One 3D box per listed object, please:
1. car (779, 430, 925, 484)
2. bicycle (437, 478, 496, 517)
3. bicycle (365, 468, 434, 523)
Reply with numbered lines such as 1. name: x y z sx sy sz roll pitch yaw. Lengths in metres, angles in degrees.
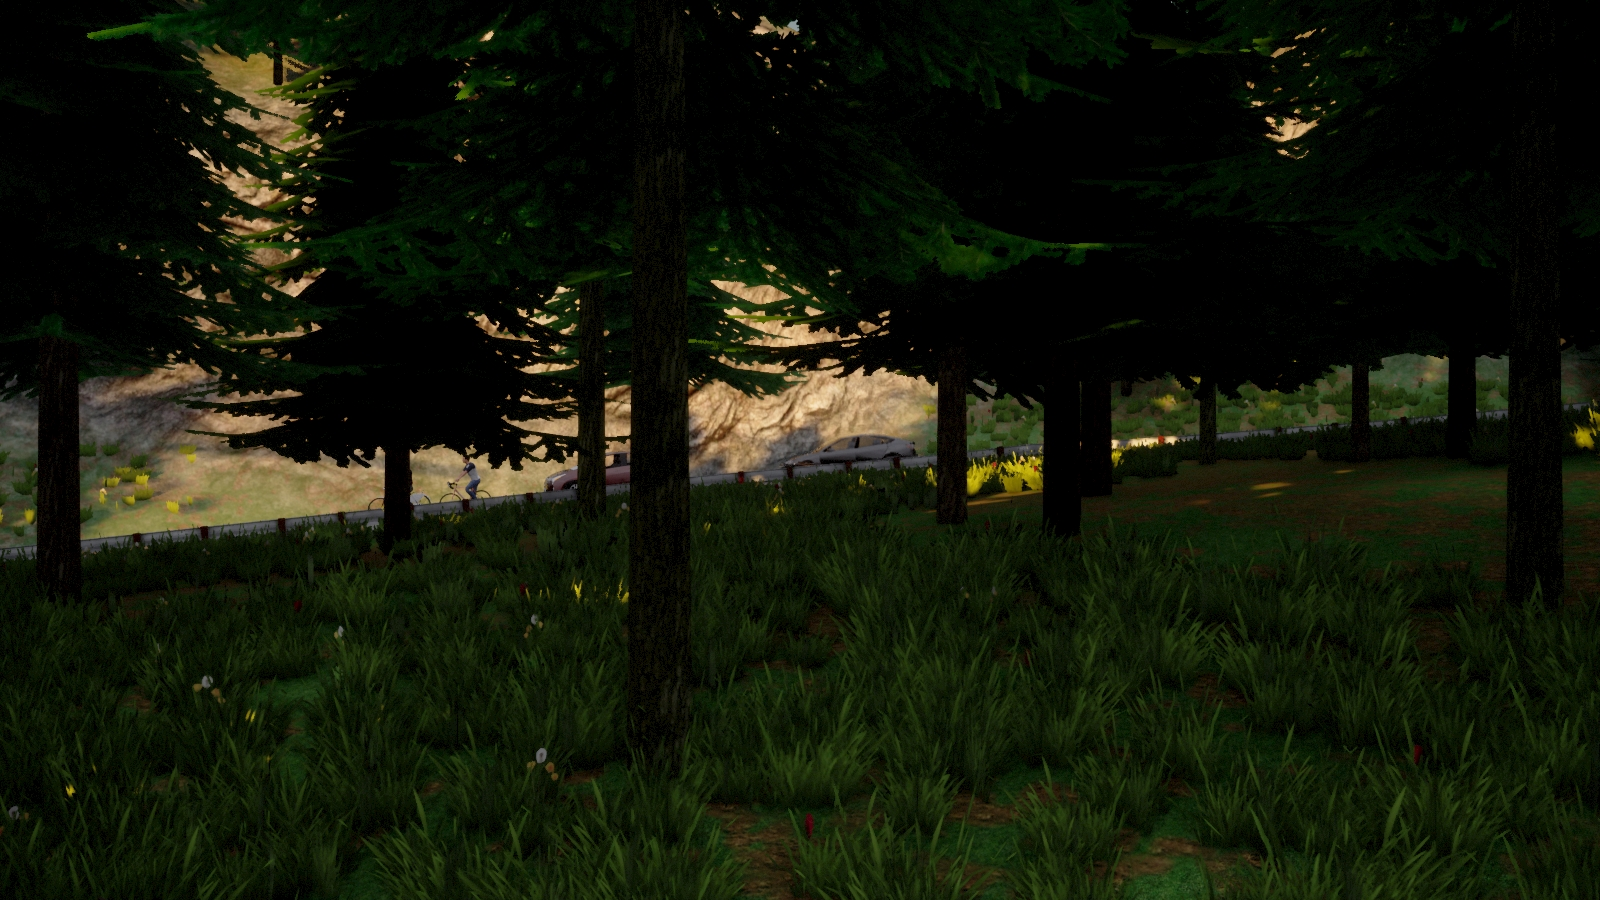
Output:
1. car: 1.768 0.234 39.875 4.792 1.488 2.163 -4 0 -3
2. bicycle: -10.252 1.440 35.171 1.643 1.024 0.373 -5 3 -36
3. bicycle: -12.076 1.355 34.488 1.835 1.471 0.329 -5 2 -29
